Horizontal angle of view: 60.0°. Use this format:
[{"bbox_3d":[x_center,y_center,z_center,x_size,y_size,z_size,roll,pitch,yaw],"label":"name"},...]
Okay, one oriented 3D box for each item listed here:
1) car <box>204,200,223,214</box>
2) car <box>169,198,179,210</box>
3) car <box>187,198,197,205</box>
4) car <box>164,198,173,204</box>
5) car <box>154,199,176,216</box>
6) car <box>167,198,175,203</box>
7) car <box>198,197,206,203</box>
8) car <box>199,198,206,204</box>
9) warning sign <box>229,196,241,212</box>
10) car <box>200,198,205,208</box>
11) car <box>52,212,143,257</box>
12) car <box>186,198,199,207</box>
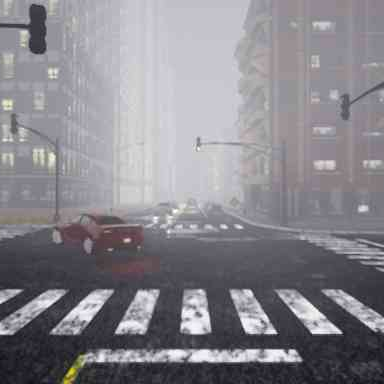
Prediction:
[{"bbox_3d":[2.741,1.926,39.300,1.802,1.307,4.206,0,-1,0],"label":"car"},{"bbox_3d":[-3.075,1.951,52.153,2.128,1.511,4.902,0,0,0],"label":"car"},{"bbox_3d":[0.001,2.014,71.902,2.033,1.411,5.357,0,-1,0],"label":"car"},{"bbox_3d":[-5.689,2.273,80.458,2.008,1.369,4.403,0,-1,0],"label":"car"},{"bbox_3d":[-3.097,1.846,36.697,1.812,1.442,4.674,0,0,0],"label":"car"},{"bbox_3d":[-5.689,2.375,91.755,1.887,1.381,4.507,0,-1,0],"label":"car"},{"bbox_3d":[2.691,2.270,91.756,1.967,1.590,4.097,0,-1,0],"label":"car"},{"bbox_3d":[2.691,2.358,86.107,1.802,1.307,4.206,0,-1,0],"label":"car"},{"bbox_3d":[5.065,1.460,39.419,1.300,1.860,1.060,0,-1,0],"label":"warning sign"},{"bbox_3d":[2.691,2.011,52.217,2.008,1.369,4.403,0,-1,0],"label":"car"},{"bbox_3d":[-3.952,1.545,13.528,1.882,1.535,5.008,3,-2,-42],"label":"car"},{"bbox_3d":[0.001,1.901,61.871,2.097,1.767,4.553,0,-1,0],"label":"car"}]
